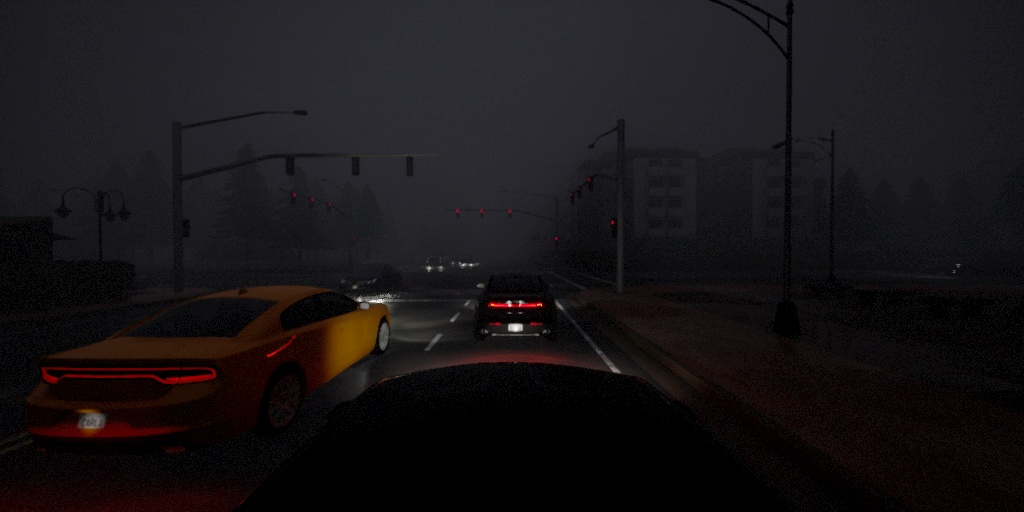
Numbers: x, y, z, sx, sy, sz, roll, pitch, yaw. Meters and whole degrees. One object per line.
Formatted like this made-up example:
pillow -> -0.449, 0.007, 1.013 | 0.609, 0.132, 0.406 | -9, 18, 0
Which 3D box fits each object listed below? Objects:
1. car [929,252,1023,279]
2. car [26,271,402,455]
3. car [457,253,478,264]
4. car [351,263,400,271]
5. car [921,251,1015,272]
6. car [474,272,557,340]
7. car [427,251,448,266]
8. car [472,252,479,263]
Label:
car -> 35.973, 0.765, 27.472 | 4.553, 1.767, 2.097 | 0, 1, 19
car -> -3.446, 1.179, 5.441 | 1.882, 1.535, 5.008 | 0, 1, 1
car -> -6.994, 0.596, 56.757 | 1.994, 1.385, 4.181 | 0, 1, 0
car -> -6.975, 1.083, 18.245 | 1.812, 1.442, 4.674 | 0, 1, 0
car -> 38.769, 0.597, 30.279 | 5.566, 2.045, 2.150 | 0, 1, 21
car -> 0.085, 1.152, 9.580 | 1.837, 1.490, 4.892 | 0, 1, 0
car -> -10.510, 0.329, 50.973 | 2.150, 2.045, 5.566 | 0, 1, 0
car -> -6.916, 0.253, 61.300 | 2.097, 1.767, 4.553 | 0, 1, 0
